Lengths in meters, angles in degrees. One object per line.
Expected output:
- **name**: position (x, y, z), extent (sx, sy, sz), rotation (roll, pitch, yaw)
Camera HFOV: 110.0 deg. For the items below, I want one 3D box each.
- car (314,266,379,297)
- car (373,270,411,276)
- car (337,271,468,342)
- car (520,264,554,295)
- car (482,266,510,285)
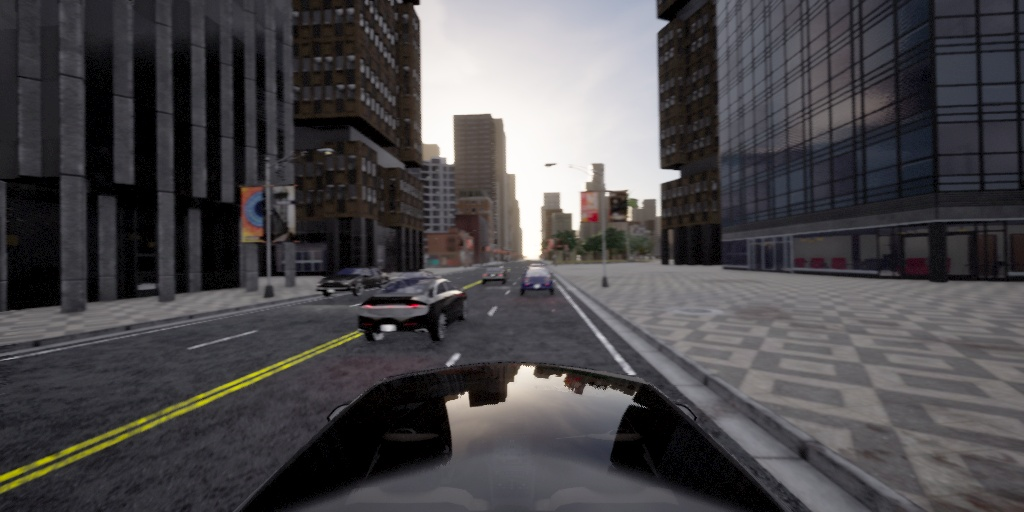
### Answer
- **car**: position (-8.491, 1.282, 19.804), extent (2.033, 1.411, 5.357), rotation (-1, 0, 4)
- **car**: position (-5.249, 1.514, 19.523), extent (2.033, 1.411, 5.357), rotation (-1, 0, 4)
- **car**: position (-2.507, 1.346, 10.144), extent (2.128, 1.511, 4.902), rotation (-1, 0, 4)
- **car**: position (1.457, 1.387, 20.924), extent (1.812, 1.442, 4.674), rotation (-1, 0, 4)
- **car**: position (-1.261, 1.513, 29.128), extent (2.033, 1.411, 5.357), rotation (-1, 0, 4)
